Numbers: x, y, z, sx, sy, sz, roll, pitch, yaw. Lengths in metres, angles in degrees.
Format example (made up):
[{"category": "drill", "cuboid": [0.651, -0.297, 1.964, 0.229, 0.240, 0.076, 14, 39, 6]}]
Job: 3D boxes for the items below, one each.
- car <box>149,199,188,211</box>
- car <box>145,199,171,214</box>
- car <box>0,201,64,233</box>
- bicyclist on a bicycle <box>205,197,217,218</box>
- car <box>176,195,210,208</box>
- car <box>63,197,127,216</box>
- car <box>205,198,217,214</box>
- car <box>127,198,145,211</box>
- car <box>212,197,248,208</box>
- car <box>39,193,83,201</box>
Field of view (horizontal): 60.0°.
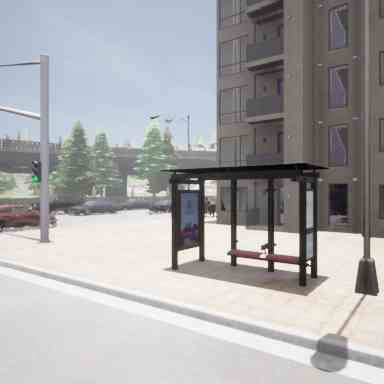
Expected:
[{"category": "car", "cuboid": [-2.825, 1.545, 40.301, 1.895, 1.301, 4.718, 0, 0, 43]}, {"category": "car", "cuboid": [-2.378, 1.545, 35.355, 1.895, 1.301, 4.718, 0, 0, 38]}, {"category": "car", "cuboid": [-10.129, 1.469, 19.097, 1.812, 1.442, 4.674, 0, 0, 36]}, {"category": "bicyclist on a bicycle", "cuboid": [1.336, 1.245, 26.619, 1.656, 1.620, 0.582, 0, 0, 36]}, {"category": "car", "cuboid": [0.151, 1.296, 47.392, 4.553, 1.767, 2.097, 0, 0, -34]}, {"category": "car", "cuboid": [-9.276, 1.491, 32.367, 2.033, 1.411, 5.357, 0, 0, 37]}, {"category": "car", "cuboid": [1.873, 1.508, 34.972, 1.994, 1.385, 4.181, 0, 0, 40]}, {"category": "car", "cuboid": [-6.888, 1.491, 40.984, 2.033, 1.411, 5.357, 0, 0, 40]}, {"category": "car", "cuboid": [5.404, 1.449, 46.757, 4.892, 1.490, 1.837, 0, 0, -29]}, {"category": "car", "cuboid": [-13.208, 1.165, 32.917, 2.150, 2.045, 5.566, 0, 0, 37]}]
